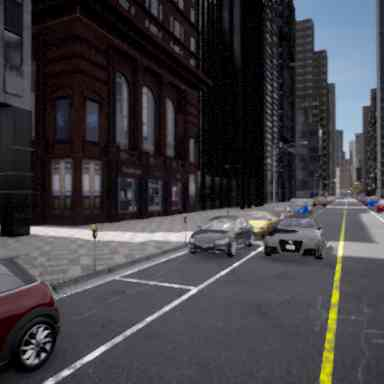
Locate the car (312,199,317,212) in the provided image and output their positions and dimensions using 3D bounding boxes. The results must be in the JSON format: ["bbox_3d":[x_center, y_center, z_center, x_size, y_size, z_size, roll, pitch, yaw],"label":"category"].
[{"bbox_3d":[13.220,1.823,38.880,1.752,1.417,4.829,0,0,25],"label":"car"}]

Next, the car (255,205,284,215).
[{"bbox_3d":[3.667,1.675,18.459,1.752,1.417,4.829,0,0,25],"label":"car"}]

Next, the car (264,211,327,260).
[{"bbox_3d":[4.130,1.665,12.939,1.994,1.385,4.181,0,0,25],"label":"car"}]

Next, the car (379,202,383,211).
[{"bbox_3d":[18.631,1.776,30.328,1.947,1.339,4.313,0,0,25],"label":"car"}]

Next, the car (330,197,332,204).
[{"bbox_3d":[27.622,2.080,69.664,1.887,1.381,4.507,0,-1,25],"label":"car"}]

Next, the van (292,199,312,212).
[{"bbox_3d":[10.904,1.603,33.930,1.690,1.788,3.998,0,0,25],"label":"van"}]

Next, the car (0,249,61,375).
[{"bbox_3d":[-3.426,1.481,3.299,1.967,1.590,4.097,0,0,25],"label":"car"}]

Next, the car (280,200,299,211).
[{"bbox_3d":[6.127,1.628,23.719,1.967,1.590,4.097,0,0,25],"label":"car"}]

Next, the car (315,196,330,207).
[{"bbox_3d":[22.846,1.769,59.456,2.192,1.841,5.009,0,0,25],"label":"car"}]

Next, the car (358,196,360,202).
[{"bbox_3d":[42.515,2.050,81.382,1.967,1.590,4.097,0,-1,25],"label":"car"}]

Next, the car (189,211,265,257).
[{"bbox_3d":[1.350,1.665,13.508,2.008,1.369,4.403,0,0,25],"label":"car"}]

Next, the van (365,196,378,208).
[{"bbox_3d":[30.573,1.743,55.857,1.690,1.788,3.998,0,-1,25],"label":"van"}]

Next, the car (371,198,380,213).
[{"bbox_3d":[23.408,1.829,40.539,1.887,1.381,4.507,0,0,25],"label":"car"}]

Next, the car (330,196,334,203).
[{"bbox_3d":[32.399,2.170,79.874,2.008,1.369,4.403,0,-1,25],"label":"car"}]

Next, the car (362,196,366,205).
[{"bbox_3d":[32.962,1.757,60.963,2.192,1.841,5.009,0,-1,25],"label":"car"}]
